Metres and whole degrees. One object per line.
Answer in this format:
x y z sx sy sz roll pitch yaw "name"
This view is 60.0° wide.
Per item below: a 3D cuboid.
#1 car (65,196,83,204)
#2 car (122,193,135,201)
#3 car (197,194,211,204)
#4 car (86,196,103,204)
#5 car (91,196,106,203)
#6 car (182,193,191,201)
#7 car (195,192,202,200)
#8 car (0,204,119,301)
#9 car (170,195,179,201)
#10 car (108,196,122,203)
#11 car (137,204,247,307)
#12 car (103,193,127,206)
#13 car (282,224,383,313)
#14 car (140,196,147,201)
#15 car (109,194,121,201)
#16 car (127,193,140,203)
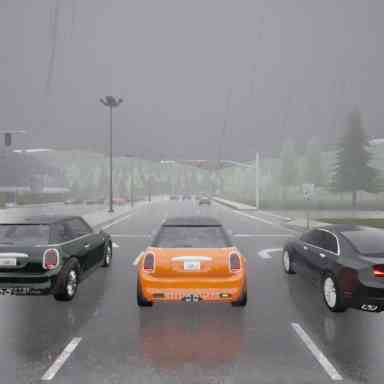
-19.907 1.491 56.208 2.128 1.511 4.902 0 0 0 "car"
-16.358 1.221 85.797 2.150 2.045 5.566 0 0 0 "car"
2.166 1.526 57.241 1.812 1.442 4.674 0 0 0 "car"
-16.411 1.563 56.313 1.994 1.385 4.181 0 0 0 "car"
-19.846 1.595 71.023 1.895 1.301 4.718 0 0 0 "car"
-1.360 1.222 88.282 2.150 2.045 5.566 0 0 0 "car"
2.140 1.520 88.619 1.812 1.442 4.674 0 0 0 "car"
-3.500 1.352 8.472 2.097 1.767 4.553 0 0 0 "car"
-4.860 1.495 88.543 1.837 1.490 4.892 0 0 0 "car"
-16.345 1.595 70.442 1.895 1.301 4.718 0 0 0 "car"
0.000 1.352 8.150 2.097 1.767 4.553 0 0 0 "car"
-12.913 1.352 56.032 2.097 1.767 4.553 0 0 0 "car"
3.499 1.505 7.653 1.837 1.490 4.892 0 0 0 "car"
-12.858 1.595 85.258 1.895 1.301 4.718 0 0 0 "car"
-19.858 1.352 86.119 2.097 1.767 4.553 0 0 0 "car"
-12.845 1.553 70.637 1.994 1.385 4.181 0 0 0 "car"
